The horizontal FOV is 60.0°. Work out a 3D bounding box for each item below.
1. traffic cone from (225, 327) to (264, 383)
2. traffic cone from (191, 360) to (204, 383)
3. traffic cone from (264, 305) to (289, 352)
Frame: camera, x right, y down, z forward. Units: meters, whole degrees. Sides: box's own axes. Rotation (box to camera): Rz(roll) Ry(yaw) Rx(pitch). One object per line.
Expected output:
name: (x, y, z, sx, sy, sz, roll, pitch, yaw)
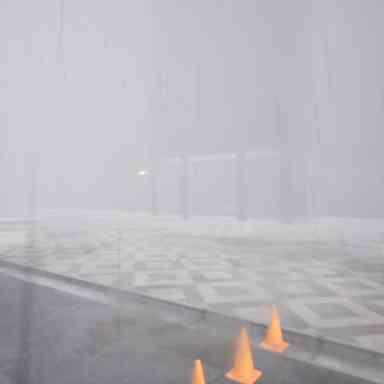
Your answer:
traffic cone: (0.634, 1.973, 4.118, 0.340, 0.580, 0.340, 0, 0, 35)
traffic cone: (0.055, 1.969, 3.303, 0.340, 0.580, 0.340, 0, 0, 35)
traffic cone: (1.214, 1.979, 4.934, 0.340, 0.580, 0.340, 0, 0, 35)
